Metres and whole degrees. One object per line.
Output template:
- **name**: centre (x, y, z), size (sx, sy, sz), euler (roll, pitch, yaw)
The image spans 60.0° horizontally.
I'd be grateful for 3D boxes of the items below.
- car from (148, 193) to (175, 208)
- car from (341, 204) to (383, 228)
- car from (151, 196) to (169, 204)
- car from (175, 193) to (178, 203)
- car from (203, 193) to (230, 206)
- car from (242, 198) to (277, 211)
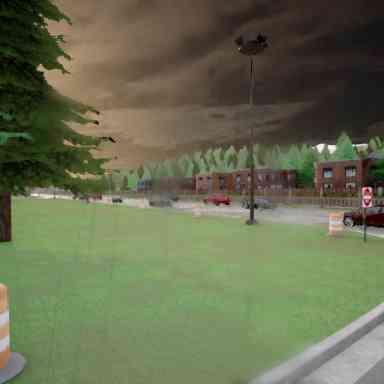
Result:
- **car**: centre (-4.735, 1.352, 48.383), size (2.097, 1.767, 4.553), euler (0, 0, -30)
- **car**: centre (11.420, 1.477, 19.843), size (1.882, 1.535, 5.008), euler (0, 0, -30)
- **car**: centre (-6.391, 1.564, 65.520), size (1.994, 1.385, 4.181), euler (0, 0, -30)
- **car**: centre (-4.858, 1.221, 69.918), size (2.150, 2.045, 5.566), euler (0, 0, -30)
- **car**: centre (3.968, 1.223, 54.325), size (2.150, 2.045, 5.566), euler (0, 0, -30)
- **car**: centre (8.039, 1.491, 40.026), size (2.128, 1.511, 4.902), euler (0, 0, -30)
